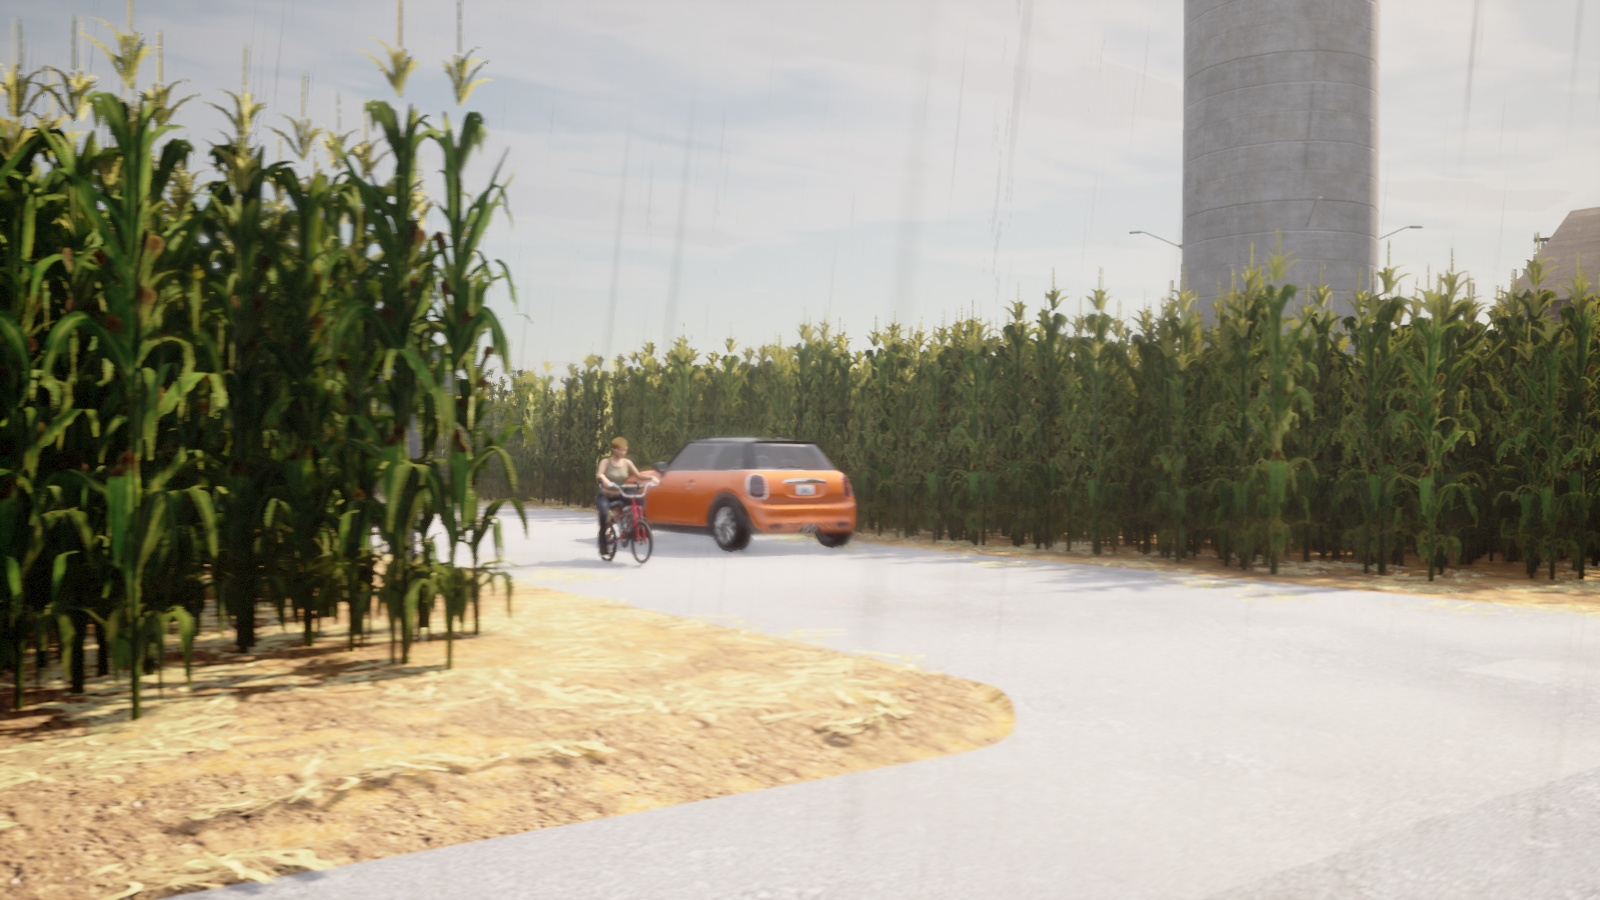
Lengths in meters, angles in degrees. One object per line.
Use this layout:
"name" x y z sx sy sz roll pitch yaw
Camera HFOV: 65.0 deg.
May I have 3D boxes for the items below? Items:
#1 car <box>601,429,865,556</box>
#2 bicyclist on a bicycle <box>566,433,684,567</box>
"car" -1.193 0.599 19.874 2.097 1.767 4.553 1 0 -35
"bicyclist on a bicycle" -2.237 0.643 15.919 0.866 1.612 1.509 1 -4 -35
